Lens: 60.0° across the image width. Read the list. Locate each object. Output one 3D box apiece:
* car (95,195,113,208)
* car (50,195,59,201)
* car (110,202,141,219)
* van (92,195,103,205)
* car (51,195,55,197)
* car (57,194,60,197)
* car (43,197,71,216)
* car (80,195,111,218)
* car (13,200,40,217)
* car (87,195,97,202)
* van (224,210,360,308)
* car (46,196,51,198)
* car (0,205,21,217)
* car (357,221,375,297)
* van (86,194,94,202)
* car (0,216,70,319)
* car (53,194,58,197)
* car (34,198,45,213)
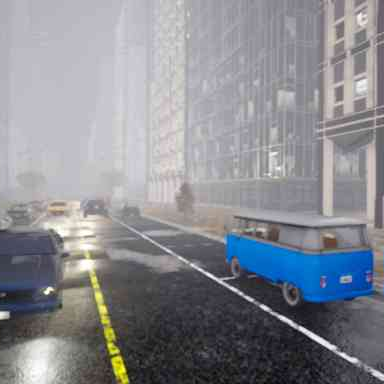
[{"bbox_3d":[-13.493,1.400,50.534,2.192,1.841,5.009,0,0,-20],"label":"car"},{"bbox_3d":[-35.090,1.523,84.982,1.967,1.590,4.097,0,0,-20],"label":"car"},{"bbox_3d":[-5.644,1.610,29.197,2.008,1.369,4.403,0,0,-20],"label":"car"},{"bbox_3d":[-17.416,1.439,61.203,1.690,1.788,3.998,0,0,-20],"label":"van"},{"bbox_3d":[-23.260,1.574,52.817,1.752,1.417,4.829,0,0,-20],"label":"car"},{"bbox_3d":[-31.166,1.623,74.313,2.008,1.369,4.403,0,0,-20],"label":"car"},{"bbox_3d":[-11.918,1.511,29.794,1.882,1.535,5.008,0,0,-20],"label":"car"},{"bbox_3d":[-9.036,1.402,30.912,2.097,1.767,4.553,0,0,-20],"label":"car"},{"bbox_3d":[-13.509,1.567,26.304,2.008,1.369,4.403,0,0,-20],"label":"car"},{"bbox_3d":[-23.302,1.555,77.206,1.967,1.590,4.097,0,0,-20],"label":"car"},{"bbox_3d":[2.202,1.374,7.860,1.690,1.788,3.998,0,0,-20],"label":"van"},{"bbox_3d":[-19.395,1.476,42.307,1.967,1.590,4.097,0,0,-20],"label":"car"},{"bbox_3d":[-9.586,1.554,15.636,2.008,1.369,4.403,0,0,-20],"label":"car"},{"bbox_3d":[4.164,1.341,2.525,2.192,1.841,5.009,0,0,-20],"label":"car"},{"bbox_3d":[-25.264,1.461,82.540,1.690,1.788,3.998,0,0,-20],"label":"van"},{"bbox_3d":[-3.900,1.553,7.721,2.033,1.411,5.357,0,0,-20],"label":"car"},{"bbox_3d":[-27.243,1.626,63.645,1.947,1.339,4.313,0,0,-20],"label":"car"},{"bbox_3d":[-17.433,1.611,36.973,1.802,1.307,4.206,0,0,-20],"label":"car"}]
